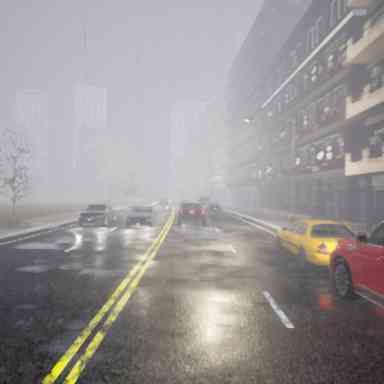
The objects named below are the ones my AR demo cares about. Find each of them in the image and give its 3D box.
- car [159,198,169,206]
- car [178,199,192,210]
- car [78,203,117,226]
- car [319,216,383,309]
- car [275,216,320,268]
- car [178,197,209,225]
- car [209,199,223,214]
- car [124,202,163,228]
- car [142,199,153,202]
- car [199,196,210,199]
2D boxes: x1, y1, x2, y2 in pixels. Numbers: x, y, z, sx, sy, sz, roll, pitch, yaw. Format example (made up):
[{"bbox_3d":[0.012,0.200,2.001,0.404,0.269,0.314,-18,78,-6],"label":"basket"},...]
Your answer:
[{"bbox_3d":[-5.397,1.860,63.749,1.882,1.535,5.008,1,0,-4],"label":"car"},{"bbox_3d":[-1.119,1.887,50.941,1.812,1.442,4.674,1,0,-4],"label":"car"},{"bbox_3d":[-6.690,1.570,23.884,1.837,1.490,4.892,1,-1,-1],"label":"car"},{"bbox_3d":[4.302,1.335,5.504,2.150,2.045,5.566,1,0,0],"label":"car"},{"bbox_3d":[4.306,1.609,11.716,1.801,1.575,5.366,1,0,0],"label":"car"},{"bbox_3d":[-0.048,1.541,26.238,2.097,1.767,4.553,1,-1,-1],"label":"car"},{"bbox_3d":[2.646,1.912,41.228,1.994,1.385,4.181,1,0,-3],"label":"car"},{"bbox_3d":[-3.425,1.662,23.435,2.033,1.411,5.357,1,0,-1],"label":"car"},{"bbox_3d":[-8.822,1.946,65.845,1.895,1.301,4.718,1,0,-5],"label":"car"},{"bbox_3d":[1.884,1.655,53.924,2.150,2.045,5.566,1,0,-4],"label":"car"}]
